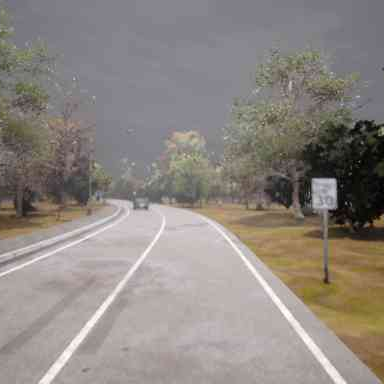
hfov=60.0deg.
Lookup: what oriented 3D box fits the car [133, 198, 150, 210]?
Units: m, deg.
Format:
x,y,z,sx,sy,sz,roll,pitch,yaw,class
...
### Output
x,y,z,sx,sy,sz,roll,pitch,yaw,class
-6.567,1.529,42.950,2.128,1.511,4.902,1,0,-12,car
